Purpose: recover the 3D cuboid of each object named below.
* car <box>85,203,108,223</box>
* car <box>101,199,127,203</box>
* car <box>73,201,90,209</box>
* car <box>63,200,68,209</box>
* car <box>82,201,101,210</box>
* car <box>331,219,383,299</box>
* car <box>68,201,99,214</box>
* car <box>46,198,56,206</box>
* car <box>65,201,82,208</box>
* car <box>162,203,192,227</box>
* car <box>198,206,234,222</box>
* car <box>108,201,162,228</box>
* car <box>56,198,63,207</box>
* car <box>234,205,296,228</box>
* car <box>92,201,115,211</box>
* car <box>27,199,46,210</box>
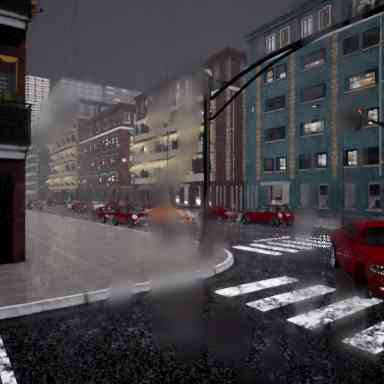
[{"bbox_3d":[-7.410,1.905,28.726,1.802,1.307,4.206,-1,0,-35],"label":"car"},{"bbox_3d":[-10.520,1.858,46.900,2.192,1.841,5.009,-1,0,-35],"label":"car"},{"bbox_3d":[-20.063,2.328,60.534,1.802,1.307,4.206,-1,0,-35],"label":"car"},{"bbox_3d":[-19.622,2.213,55.447,1.812,1.442,4.674,0,-1,-35],"label":"car"},{"bbox_3d":[-16.881,2.260,55.989,1.802,1.307,4.206,-1,0,-35],"label":"car"},{"bbox_3d":[4.878,1.503,8.464,1.882,1.535,5.008,1,0,13],"label":"car"},{"bbox_3d":[-13.869,1.988,42.308,1.882,1.535,5.008,0,-1,-35],"label":"car"},{"bbox_3d":[-32.798,2.330,78.715,2.192,1.841,5.009,-1,0,-35],"label":"car"},{"bbox_3d":[-23.246,2.379,65.079,1.947,1.339,4.313,-1,0,-35],"label":"car"},{"bbox_3d":[-1.907,1.605,25.181,2.097,1.767,4.553,0,-1,-35],"label":"car"},{"bbox_3d":[2.219,1.851,28.722,1.802,1.307,4.206,-1,0,-35],"label":"car"},{"bbox_3d":[-4.230,1.695,24.181,1.967,1.590,4.097,-1,0,-35],"label":"car"},{"bbox_3d":[-26.429,2.431,69.624,2.008,1.369,4.403,-1,0,-35],"label":"car"},{"bbox_3d":[5.403,1.641,24.179,1.967,1.590,4.097,-1,0,-35],"label":"car"},{"bbox_3d":[-13.698,2.161,51.444,2.008,1.369,4.403,-1,0,-35],"label":"car"},{"bbox_3d":[-26.508,2.172,55.997,1.967,1.590,4.097,-1,0,-35],"label":"car"}]
